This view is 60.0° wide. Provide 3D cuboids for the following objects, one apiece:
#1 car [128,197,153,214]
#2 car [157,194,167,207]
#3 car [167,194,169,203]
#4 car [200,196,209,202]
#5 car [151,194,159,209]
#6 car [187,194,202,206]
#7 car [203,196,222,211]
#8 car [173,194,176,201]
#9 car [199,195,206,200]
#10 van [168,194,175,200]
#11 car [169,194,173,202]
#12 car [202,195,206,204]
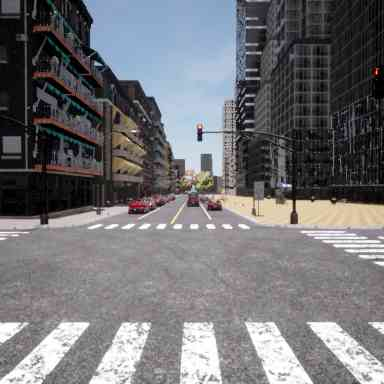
[{"bbox_3d":[-5.640,1.540,35.411,1.887,1.381,4.507,-1,0,0],"label":"car"},{"bbox_3d":[-5.615,1.312,52.358,2.192,1.841,5.009,-1,0,0],"label":"car"},{"bbox_3d":[-5.603,1.438,58.006,1.967,1.590,4.097,-1,0,0],"label":"car"},{"bbox_3d":[2.775,1.547,74.997,1.887,1.381,4.507,-1,0,0],"label":"car"},{"bbox_3d":[-5.632,1.436,41.060,1.967,1.590,4.097,-1,0,0],"label":"car"},{"bbox_3d":[0.192,1.475,53.367,1.882,1.535,5.008,0,0,0],"label":"car"},{"bbox_3d":[2.716,1.540,41.103,1.887,1.381,4.507,-1,0,0],"label":"car"},{"bbox_3d":[-5.557,1.321,86.252,2.192,1.841,5.009,-1,0,0],"label":"car"},{"bbox_3d":[2.803,1.534,92.114,1.752,1.417,4.829,-1,0,0],"label":"car"},{"bbox_3d":[-5.547,1.350,91.899,1.690,1.788,3.998,-1,0,0],"label":"van"},{"bbox_3d":[-5.582,1.583,69.305,1.802,1.307,4.206,-1,0,0],"label":"car"},{"bbox_3d":[2.755,1.550,63.698,2.008,1.369,4.403,-1,0,0],"label":"car"}]
